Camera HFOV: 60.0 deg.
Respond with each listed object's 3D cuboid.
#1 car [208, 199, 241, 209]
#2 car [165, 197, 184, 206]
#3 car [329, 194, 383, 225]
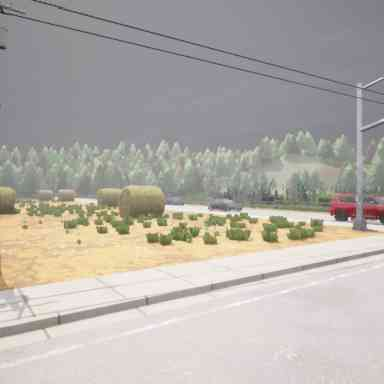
[{"bbox_3d":[3.658,1.491,37.436,1.812,1.442,4.674,0,0,-33],"label":"car"},{"bbox_3d":[-3.079,1.529,54.762,1.994,1.385,4.181,0,0,-33],"label":"car"},{"bbox_3d":[12.549,1.186,23.528,2.150,2.045,5.566,0,0,-33],"label":"car"}]
